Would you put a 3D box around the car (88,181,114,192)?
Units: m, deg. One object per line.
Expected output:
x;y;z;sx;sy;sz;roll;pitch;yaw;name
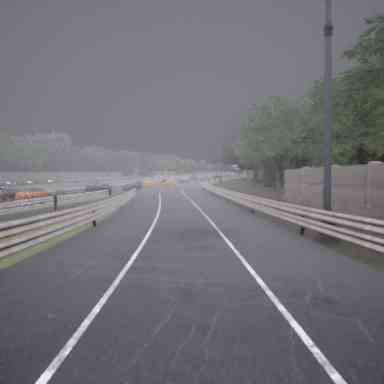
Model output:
-14.568;-0.682;54.822;1.837;1.490;4.892;1;4;14;car

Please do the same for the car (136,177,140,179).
-12.216;-2.230;78.941;2.128;1.511;4.902;1;4;14;car

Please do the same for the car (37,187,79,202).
-15.012;0.388;38.428;2.128;1.511;4.902;1;4;14;car

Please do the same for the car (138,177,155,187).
-9.780;-1.986;74.209;1.882;1.535;5.008;1;4;14;car

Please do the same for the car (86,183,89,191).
-17.021;-1.119;59.479;2.097;1.767;4.553;1;4;14;car

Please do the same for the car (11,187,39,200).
-18.423;0.217;39.209;2.097;1.767;4.553;1;4;14;car

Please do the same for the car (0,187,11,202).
-21.821;0.183;40.047;2.097;1.767;4.553;1;4;14;car

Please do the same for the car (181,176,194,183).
-1.528;-3.134;93.027;1.895;1.301;4.718;1;4;14;car

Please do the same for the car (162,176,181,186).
-4.944;-2.337;79.192;1.882;1.535;5.008;1;4;14;car

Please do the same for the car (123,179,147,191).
-10.212;-0.914;57.862;2.128;1.511;4.902;1;4;14;car
